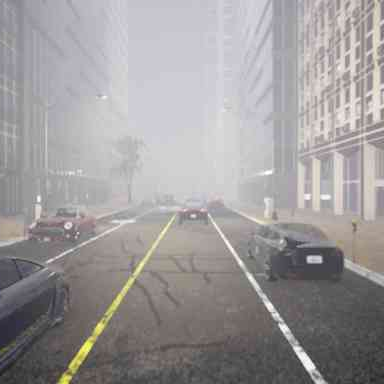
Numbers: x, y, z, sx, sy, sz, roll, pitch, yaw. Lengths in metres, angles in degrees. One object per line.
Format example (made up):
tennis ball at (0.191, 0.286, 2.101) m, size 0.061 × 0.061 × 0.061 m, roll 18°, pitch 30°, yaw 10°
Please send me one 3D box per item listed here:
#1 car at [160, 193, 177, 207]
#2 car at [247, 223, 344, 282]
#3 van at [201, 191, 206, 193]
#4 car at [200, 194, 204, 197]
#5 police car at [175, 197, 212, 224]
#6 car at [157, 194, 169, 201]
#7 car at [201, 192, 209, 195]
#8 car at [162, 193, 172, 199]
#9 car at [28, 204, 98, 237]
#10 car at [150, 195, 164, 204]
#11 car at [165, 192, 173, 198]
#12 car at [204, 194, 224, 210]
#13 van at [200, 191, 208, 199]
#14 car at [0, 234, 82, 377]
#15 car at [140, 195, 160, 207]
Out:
car at (-3.097, 1.054, 45.938) m, size 2.097 × 1.767 × 4.553 m, roll 0°, pitch 0°, yaw 0°
car at (2.687, 1.506, 9.368) m, size 1.947 × 1.339 × 4.313 m, roll 0°, pitch 0°, yaw 0°
van at (2.675, 0.873, 66.358) m, size 1.690 × 1.788 × 3.998 m, roll 0°, pitch 1°, yaw 0°
car at (0.088, 1.297, 41.306) m, size 1.994 × 1.385 × 4.181 m, roll 0°, pitch 0°, yaw 0°
police car at (0.091, 1.349, 23.423) m, size 2.038 × 1.542 × 4.974 m, roll 0°, pitch 0°, yaw 0°
car at (-5.707, 1.098, 66.357) m, size 1.947 × 1.339 × 4.313 m, roll 0°, pitch 1°, yaw 0°
car at (2.675, 1.187, 54.956) m, size 2.008 × 1.369 × 4.403 m, roll 0°, pitch 0°, yaw 0°
car at (-5.790, 0.975, 77.753) m, size 1.947 × 1.339 × 4.313 m, roll 0°, pitch 1°, yaw 0°
car at (-5.695, 1.343, 15.063) m, size 1.967 × 1.590 × 4.097 m, roll 0°, pitch 0°, yaw 0°
car at (-5.706, 1.180, 54.953) m, size 1.887 × 1.381 × 4.507 m, roll 0°, pitch 0°, yaw 0°
car at (-5.840, 0.855, 84.986) m, size 1.752 × 1.417 × 4.829 m, roll 0°, pitch 1°, yaw 0°
car at (2.679, 1.300, 37.857) m, size 1.887 × 1.381 × 4.507 m, roll 0°, pitch 0°, yaw 0°
van at (2.754, 0.750, 77.754) m, size 1.690 × 1.788 × 3.998 m, roll 0°, pitch 1°, yaw 0°
car at (-3.101, 1.537, 4.108) m, size 1.994 × 1.385 × 4.181 m, roll 0°, pitch 0°, yaw 0°
car at (-5.703, 1.269, 43.553) m, size 2.008 × 1.369 × 4.403 m, roll 0°, pitch 0°, yaw 0°
